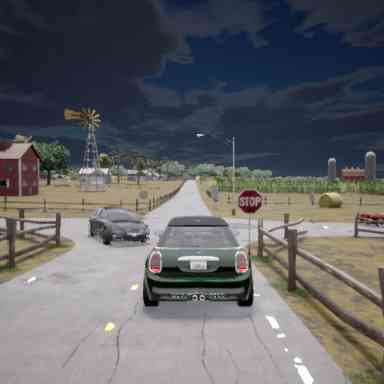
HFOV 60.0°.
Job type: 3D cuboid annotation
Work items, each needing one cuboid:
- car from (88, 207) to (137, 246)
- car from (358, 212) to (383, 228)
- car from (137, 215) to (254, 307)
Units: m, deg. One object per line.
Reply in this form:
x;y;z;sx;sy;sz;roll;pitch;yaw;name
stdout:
-3.470;1.493;15.439;1.837;1.490;4.892;3;-2;-29;car
14.396;1.795;23.438;4.718;1.301;1.895;1;2;0;car
0.124;1.345;8.139;2.097;1.767;4.553;0;0;0;car
